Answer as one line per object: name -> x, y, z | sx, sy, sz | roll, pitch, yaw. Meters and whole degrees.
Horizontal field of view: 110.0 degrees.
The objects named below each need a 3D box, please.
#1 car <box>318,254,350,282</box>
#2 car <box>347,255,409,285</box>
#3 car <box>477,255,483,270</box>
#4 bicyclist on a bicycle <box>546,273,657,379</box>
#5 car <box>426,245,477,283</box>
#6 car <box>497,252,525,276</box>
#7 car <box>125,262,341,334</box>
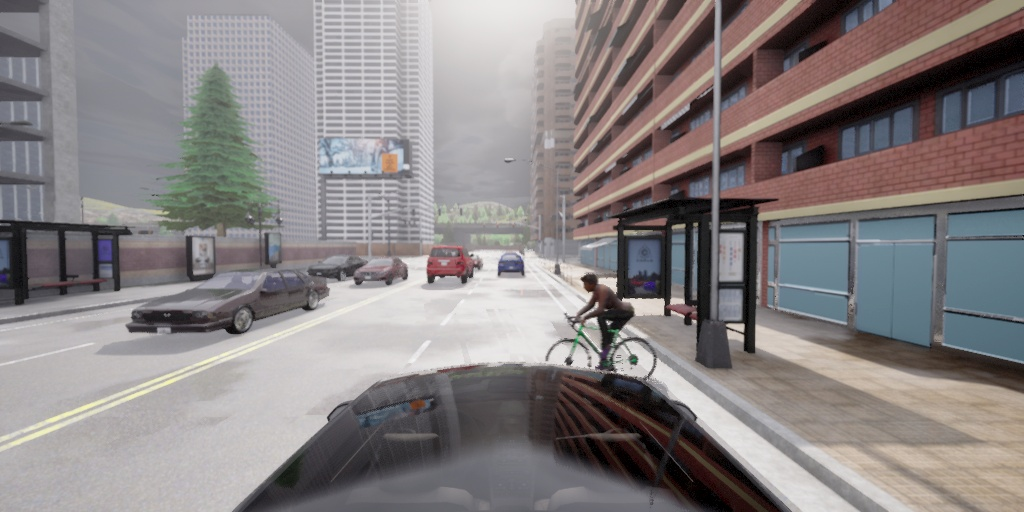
car -> -10.657, 0.665, 22.259 | 1.882, 1.535, 5.008 | 0, 1, 0
car -> -7.226, 0.768, 20.300 | 1.812, 1.442, 4.674 | 0, 2, 0
car -> -3.618, 0.528, 32.008 | 1.895, 1.301, 4.718 | 0, 2, 0
bicyclist on a bicycle -> 1.304, 1.078, 5.256 | 1.656, 1.620, 0.582 | -1, 2, 0
car -> -3.546, 0.438, 21.288 | 2.150, 2.045, 5.566 | 0, 1, 0
car -> -0.079, 0.562, 26.294 | 1.882, 1.535, 5.008 | 0, 2, -1
car -> -7.159, 1.068, 10.008 | 2.033, 1.411, 5.357 | 0, 2, 0
